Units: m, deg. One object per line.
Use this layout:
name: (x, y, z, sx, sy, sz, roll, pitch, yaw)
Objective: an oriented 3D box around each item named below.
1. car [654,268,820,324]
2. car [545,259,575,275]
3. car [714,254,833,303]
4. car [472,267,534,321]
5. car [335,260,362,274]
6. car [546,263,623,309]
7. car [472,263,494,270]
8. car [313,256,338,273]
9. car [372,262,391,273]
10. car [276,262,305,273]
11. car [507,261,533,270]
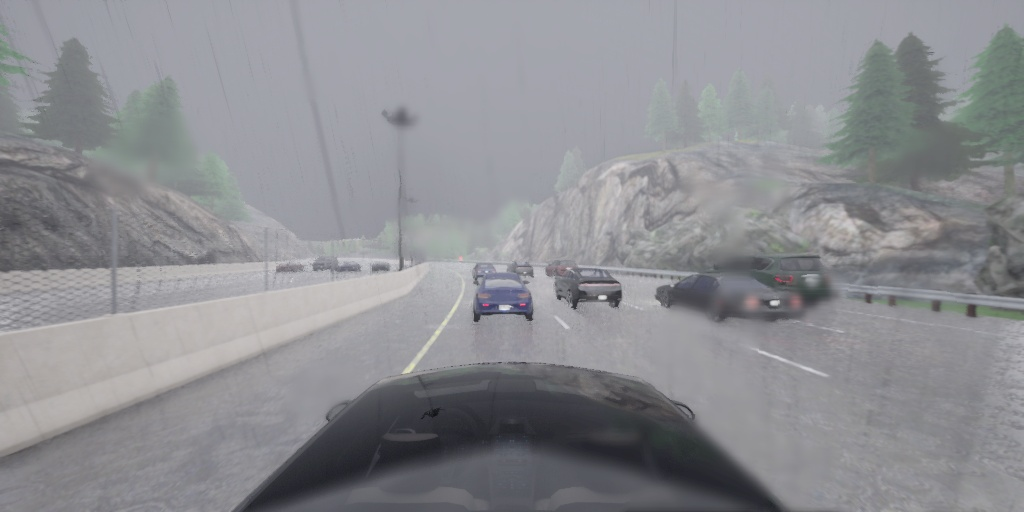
car: (6.732, 1.282, 11.879, 2.033, 1.411, 5.357, 0, 0, -3)
car: (4.429, 1.092, 32.105, 2.097, 1.767, 4.553, 0, 0, -9)
car: (10.027, 0.949, 14.872, 2.150, 2.045, 5.566, 0, 0, -4)
car: (-0.359, 1.276, 12.341, 1.812, 1.442, 4.674, 0, 0, -4)
car: (-19.484, 1.395, 43.216, 1.895, 1.301, 4.718, 0, 0, -14)
car: (2.988, 1.235, 14.894, 2.128, 1.511, 4.902, 0, 0, -4)
car: (-2.402, 1.303, 30.846, 2.033, 1.411, 5.357, 0, 0, -9)
car: (-23.939, 1.028, 46.356, 2.150, 2.045, 5.566, 0, 0, -15)
car: (-16.354, 1.388, 45.113, 1.895, 1.301, 4.718, 0, 0, -14)
car: (-26.797, 1.411, 43.556, 1.895, 1.301, 4.718, 0, 0, -15)
car: (0.703, 1.240, 33.171, 2.128, 1.511, 4.902, 0, 0, -10)
